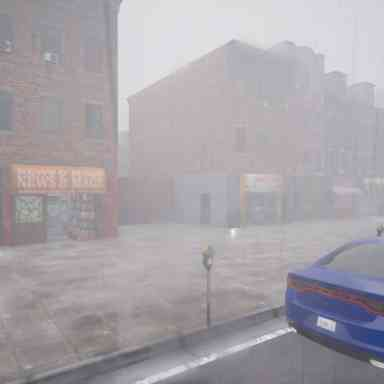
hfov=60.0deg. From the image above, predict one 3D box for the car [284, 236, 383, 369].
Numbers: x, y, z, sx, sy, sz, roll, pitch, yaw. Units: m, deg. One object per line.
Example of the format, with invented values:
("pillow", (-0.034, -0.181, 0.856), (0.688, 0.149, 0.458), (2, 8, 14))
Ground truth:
("car", (3.683, 1.477, 5.538), (5.008, 1.535, 1.882), (0, 0, -35))
